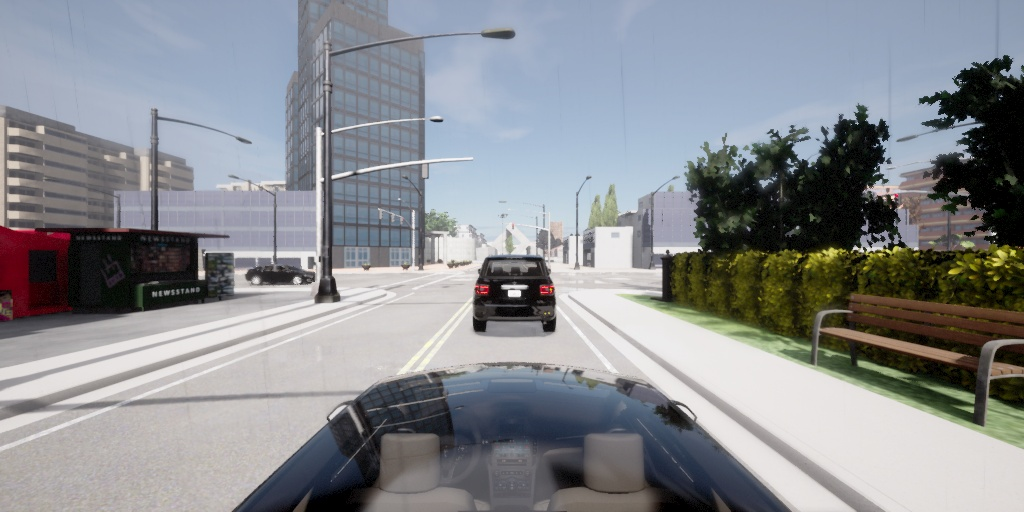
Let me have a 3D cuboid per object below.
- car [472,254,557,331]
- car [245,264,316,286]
[{"bbox_3d":[0.075,0.971,11.079,2.150,2.045,5.566,0,0,0],"label":"car"},{"bbox_3d":[-16.629,1.357,26.173,4.892,1.490,1.837,1,0,0],"label":"car"}]
